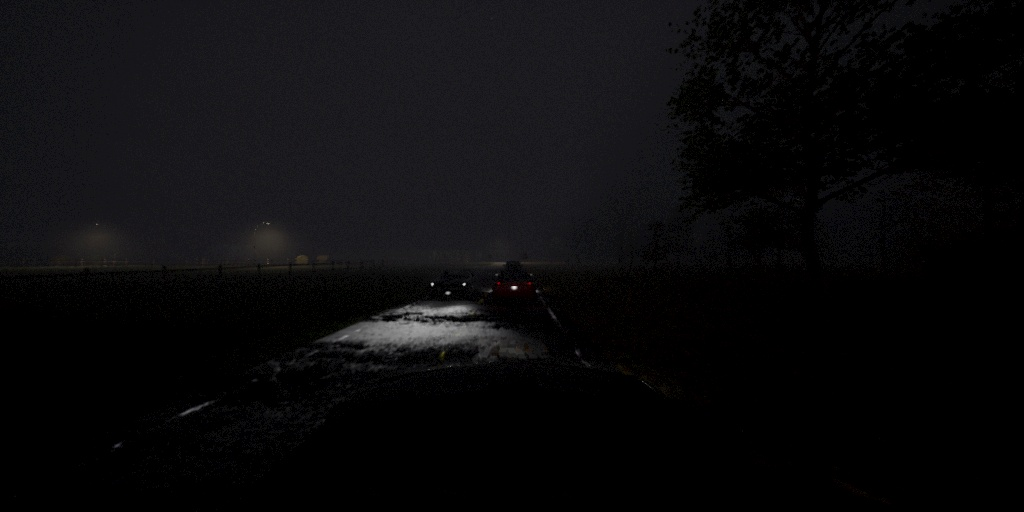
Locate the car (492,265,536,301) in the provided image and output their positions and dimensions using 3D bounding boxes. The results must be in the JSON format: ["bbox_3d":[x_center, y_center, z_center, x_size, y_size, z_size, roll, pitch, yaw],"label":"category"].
[{"bbox_3d":[0.097,1.315,17.243,1.994,1.385,4.181,0,0,0],"label":"car"}]

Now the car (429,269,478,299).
[{"bbox_3d":[-2.850,1.351,18.224,1.895,1.301,4.718,0,0,0],"label":"car"}]

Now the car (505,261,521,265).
[{"bbox_3d":[0.099,1.249,36.367,1.837,1.490,4.892,0,0,0],"label":"car"}]
